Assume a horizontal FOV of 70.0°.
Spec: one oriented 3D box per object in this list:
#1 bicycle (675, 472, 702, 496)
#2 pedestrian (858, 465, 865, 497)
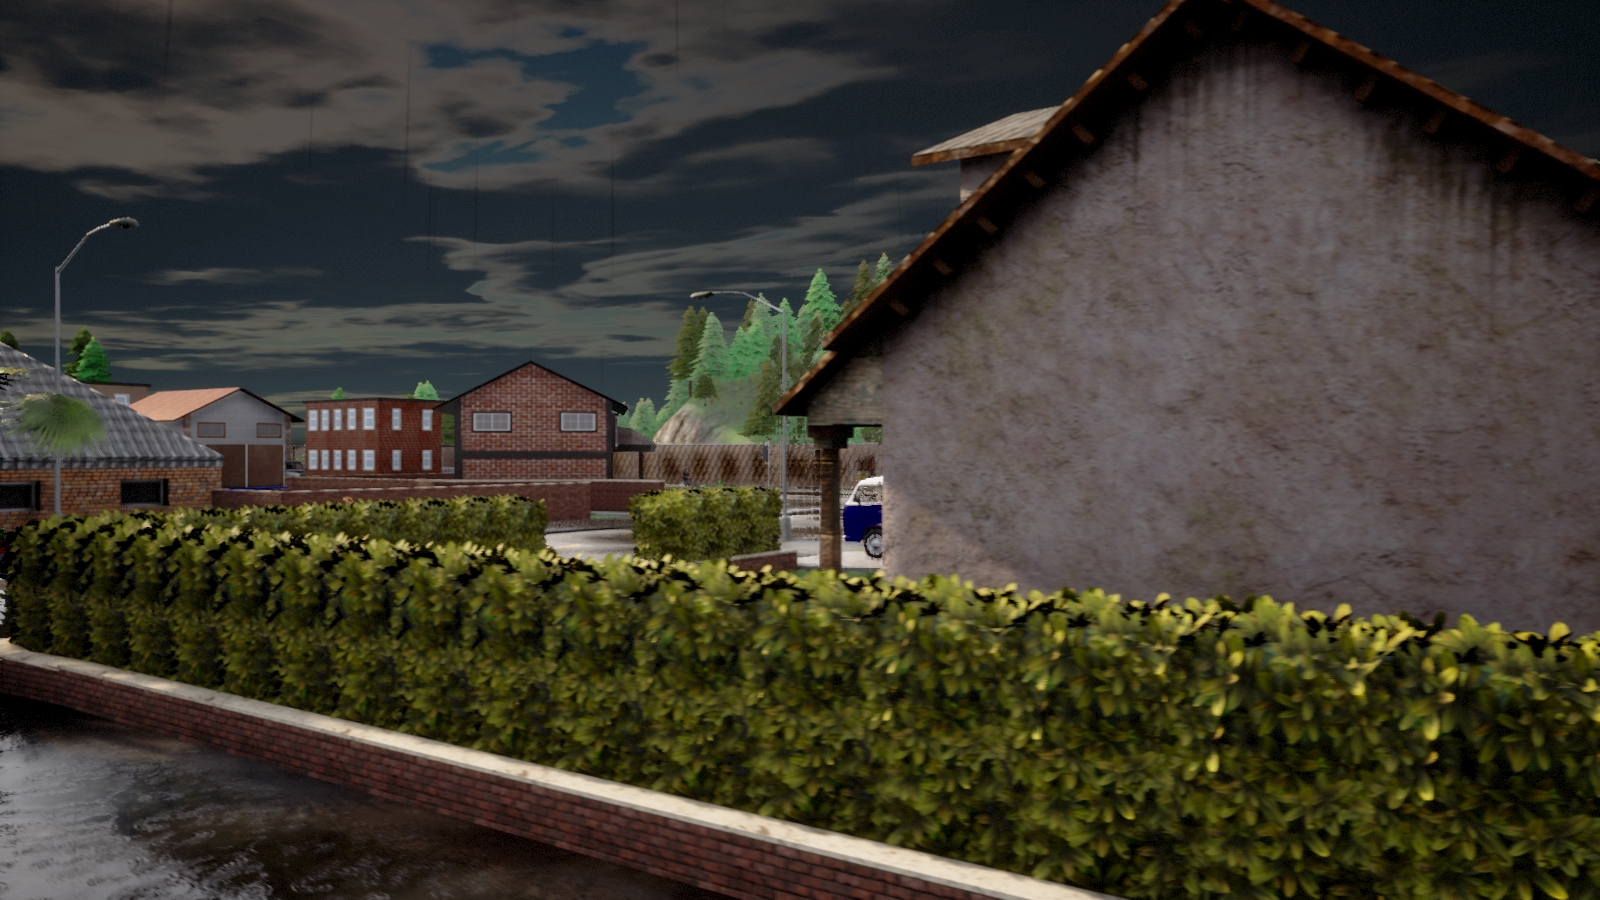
[{"bbox_3d":[-6.809,2.063,69.648,1.835,1.471,0.329,0,0,35],"label":"bicycle"},{"bbox_3d":[3.659,1.851,68.238,0.375,1.860,0.375,0,0,15],"label":"pedestrian"}]
